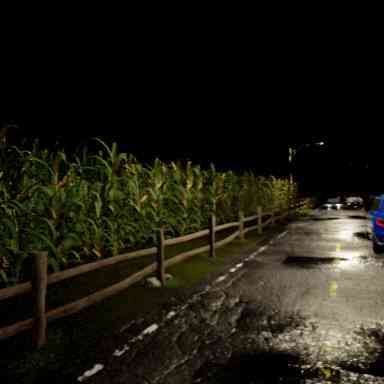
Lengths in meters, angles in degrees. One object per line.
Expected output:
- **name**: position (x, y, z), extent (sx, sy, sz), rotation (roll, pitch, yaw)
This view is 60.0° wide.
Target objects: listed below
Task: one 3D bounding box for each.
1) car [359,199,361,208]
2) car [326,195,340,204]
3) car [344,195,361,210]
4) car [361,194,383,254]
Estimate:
- **car**: position (10.321, 1.301, 17.893), extent (1.882, 1.535, 5.008), rotation (-2, -1, 25)
- **car**: position (23.749, 1.299, 55.900), extent (1.812, 1.442, 4.674), rotation (-2, -1, 25)
- **car**: position (19.048, 1.345, 38.899), extent (1.895, 1.301, 4.718), rotation (-2, -1, 25)
- **car**: position (7.834, 1.081, 12.465), extent (2.150, 2.045, 5.566), rotation (-2, -1, 25)
